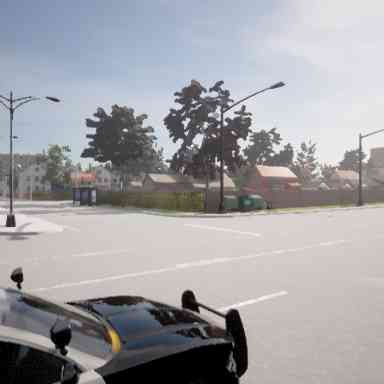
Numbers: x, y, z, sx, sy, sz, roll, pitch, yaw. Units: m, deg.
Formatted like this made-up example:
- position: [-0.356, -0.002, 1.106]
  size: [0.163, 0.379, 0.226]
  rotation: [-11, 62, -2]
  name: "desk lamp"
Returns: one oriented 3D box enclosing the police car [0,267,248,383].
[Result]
- position: [-1.760, 1.419, 2.485]
  size: [5.238, 1.638, 1.930]
  rotation: [0, 0, -35]
  name: "police car"
